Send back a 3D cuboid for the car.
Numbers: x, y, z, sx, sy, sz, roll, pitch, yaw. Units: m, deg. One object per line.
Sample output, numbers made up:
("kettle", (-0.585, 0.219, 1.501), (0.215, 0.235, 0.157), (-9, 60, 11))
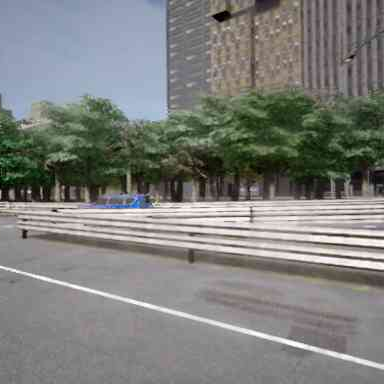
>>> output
("car", (-5.291, 1.218, 22.485), (5.566, 2.045, 2.150), (-1, 0, 14))
